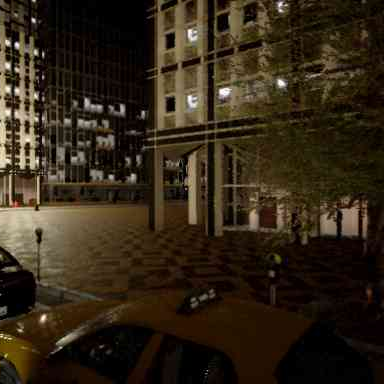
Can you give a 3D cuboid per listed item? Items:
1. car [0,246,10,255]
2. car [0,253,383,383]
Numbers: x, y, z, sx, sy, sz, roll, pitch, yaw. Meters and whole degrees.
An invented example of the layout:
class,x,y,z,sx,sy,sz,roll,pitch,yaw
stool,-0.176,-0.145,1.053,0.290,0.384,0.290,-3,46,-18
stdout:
class,x,y,z,sx,sy,sz,roll,pitch,yaw
car,-4.627,1.542,6.176,4.403,1.369,2.008,0,0,35
car,-0.152,1.524,2.985,4.829,1.417,1.752,0,0,35
